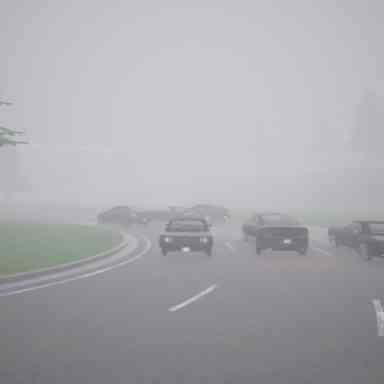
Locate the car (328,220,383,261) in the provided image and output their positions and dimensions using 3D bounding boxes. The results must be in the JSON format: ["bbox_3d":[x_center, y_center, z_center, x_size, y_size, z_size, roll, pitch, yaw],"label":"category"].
[{"bbox_3d":[6.858,1.731,12.707,1.895,1.301,4.718,0,0,3],"label":"car"}]

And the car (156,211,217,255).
[{"bbox_3d":[-0.141,1.685,13.605,1.895,1.301,4.718,0,0,1],"label":"car"}]

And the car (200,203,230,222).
[{"bbox_3d":[0.979,1.688,27.753,1.837,1.490,4.892,1,0,-43],"label":"car"}]

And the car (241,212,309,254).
[{"bbox_3d":[3.345,1.590,14.148,1.882,1.535,5.008,1,0,0],"label":"car"}]

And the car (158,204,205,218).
[{"bbox_3d":[-1.569,1.748,25.334,1.895,1.301,4.718,1,0,-44],"label":"car"}]

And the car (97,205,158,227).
[{"bbox_3d":[-4.810,1.637,23.505,4.674,1.442,1.812,0,0,42],"label":"car"}]
